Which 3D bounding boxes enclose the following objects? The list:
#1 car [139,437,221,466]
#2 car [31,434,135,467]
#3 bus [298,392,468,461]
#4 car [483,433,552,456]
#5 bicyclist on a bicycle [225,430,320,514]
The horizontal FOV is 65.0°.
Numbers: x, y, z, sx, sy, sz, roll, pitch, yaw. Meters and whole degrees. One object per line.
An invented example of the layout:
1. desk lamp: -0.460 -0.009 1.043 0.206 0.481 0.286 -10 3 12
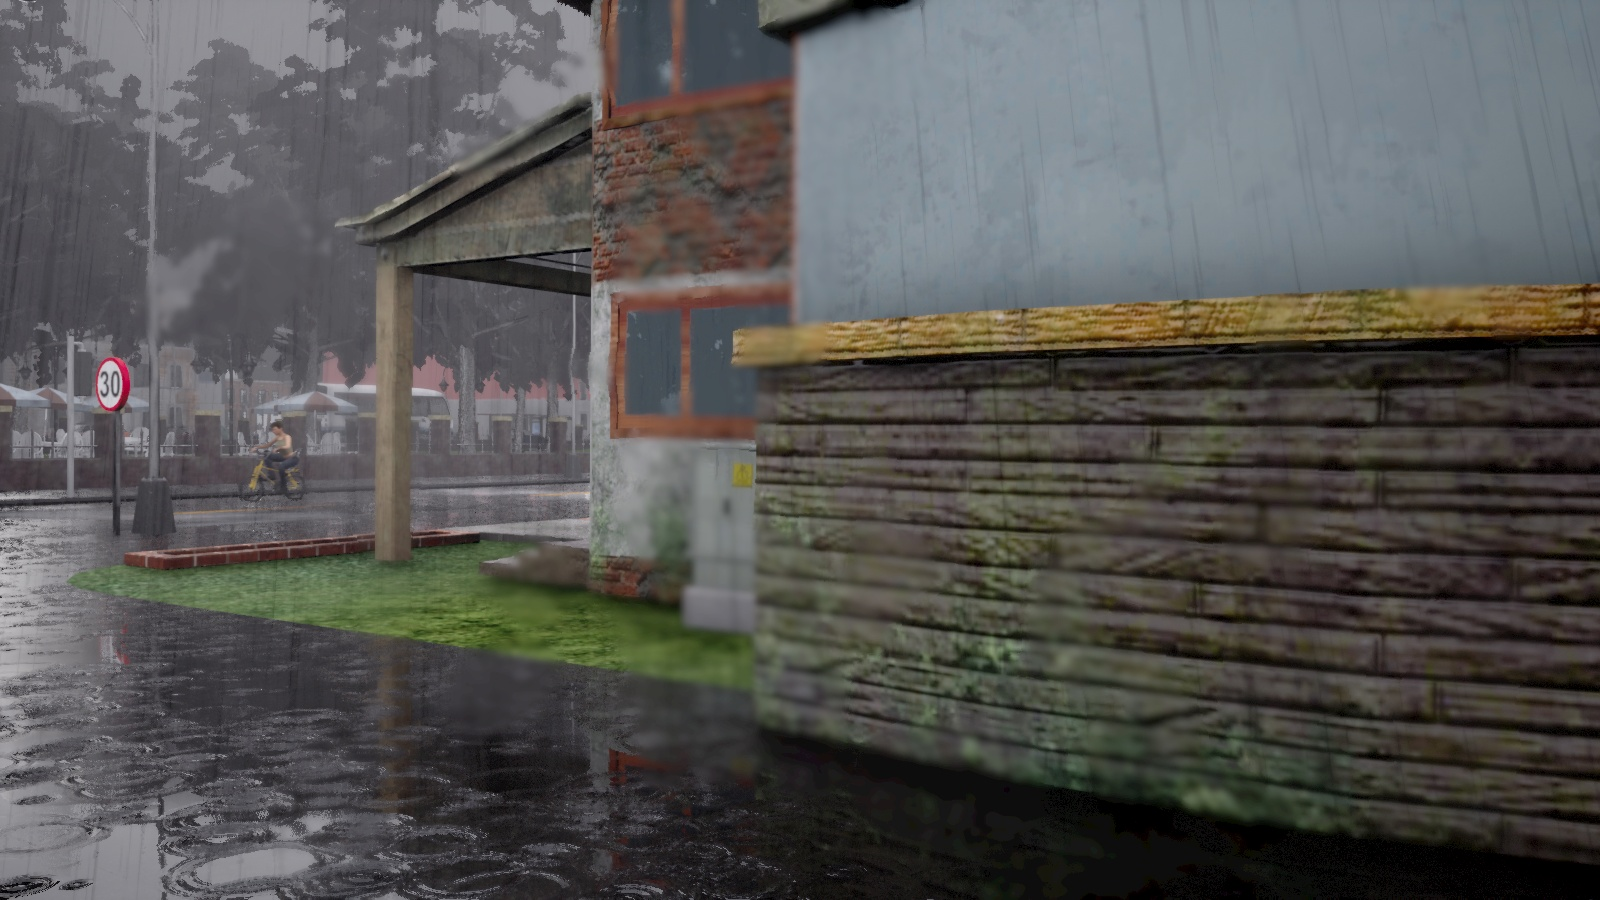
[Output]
1. car: -34.834 0.061 70.590 1.789 1.549 3.705 0 1 33
2. car: -39.948 -0.005 70.096 2.097 1.767 4.553 0 1 33
3. bus: -27.106 -1.523 82.318 3.944 4.253 10.273 0 1 33
4. car: -20.658 -0.409 92.079 2.033 1.649 4.856 0 1 33
5. bicyclist on a bicycle: -10.570 0.420 25.179 0.866 1.612 1.509 0 1 33
